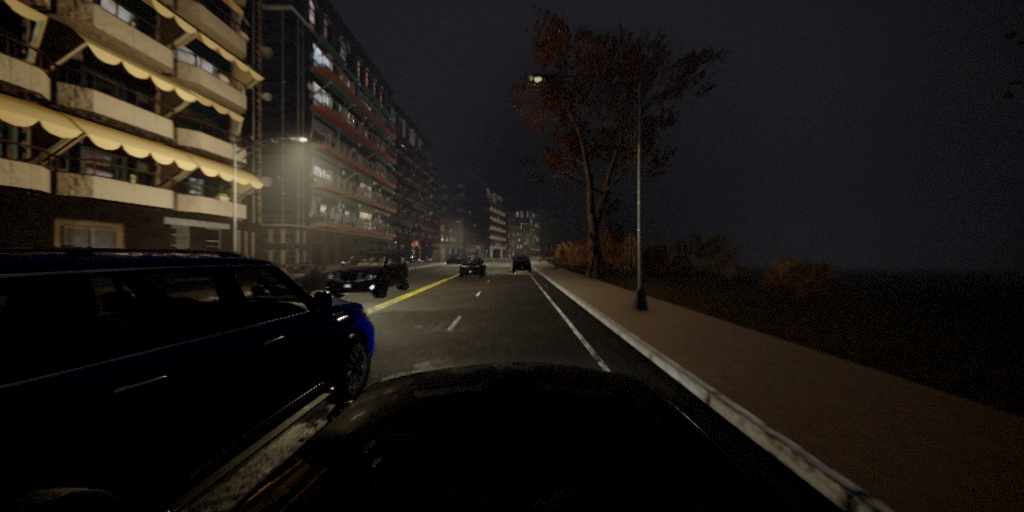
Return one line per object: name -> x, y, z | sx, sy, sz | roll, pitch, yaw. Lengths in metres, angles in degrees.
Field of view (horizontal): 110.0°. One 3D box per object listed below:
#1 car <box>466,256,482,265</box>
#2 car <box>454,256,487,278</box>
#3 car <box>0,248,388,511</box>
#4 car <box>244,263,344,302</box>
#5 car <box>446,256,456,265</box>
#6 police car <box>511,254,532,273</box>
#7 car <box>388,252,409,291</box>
car -> -6.182, 0.739, 59.136 | 1.994, 1.385, 4.181 | 0, 1, 3
car -> -3.150, 0.957, 29.524 | 2.128, 1.511, 4.902 | 0, 1, 0
car -> -3.149, 0.958, 3.086 | 2.150, 2.045, 5.566 | 0, 1, 0
car -> -9.845, 1.120, 16.732 | 1.812, 1.442, 4.674 | 0, 1, 0
car -> -9.442, 0.728, 58.858 | 2.033, 1.411, 5.357 | 0, 1, 3
police car -> 0.974, 0.823, 36.350 | 1.930, 1.638, 5.238 | 0, 1, 0
car -> -6.599, 0.812, 17.147 | 2.150, 2.045, 5.566 | 0, 1, 0
